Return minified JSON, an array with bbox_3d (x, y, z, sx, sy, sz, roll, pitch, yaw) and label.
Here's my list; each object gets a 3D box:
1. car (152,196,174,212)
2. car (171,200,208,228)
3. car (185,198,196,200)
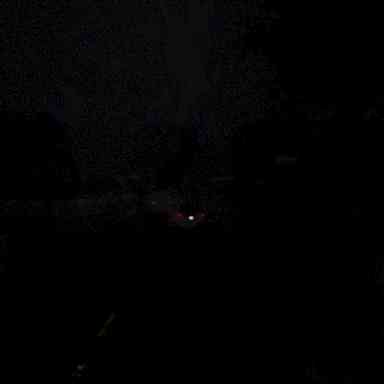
[{"bbox_3d":[-3.011,1.191,35.735,2.097,1.767,4.553,0,0,0],"label":"car"},{"bbox_3d":[-0.059,1.441,20.937,1.994,1.385,4.181,0,0,0],"label":"car"},{"bbox_3d":[-0.180,1.389,37.382,1.994,1.385,4.181,0,0,0],"label":"car"}]
